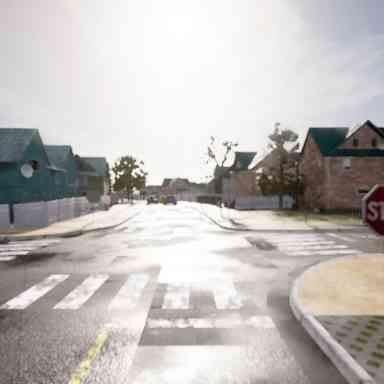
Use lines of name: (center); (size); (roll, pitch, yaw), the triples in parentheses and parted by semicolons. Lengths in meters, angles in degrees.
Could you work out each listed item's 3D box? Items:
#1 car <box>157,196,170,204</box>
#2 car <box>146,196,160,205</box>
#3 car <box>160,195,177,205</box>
car: (-5.810, 1.543, 67.370); (1.882, 1.535, 5.008); (0, -1, -12)
car: (-7.327, 1.525, 61.111); (1.837, 1.490, 4.892); (0, 0, -10)
car: (-3.854, 1.350, 57.438); (2.097, 1.767, 4.553); (0, 0, -10)
